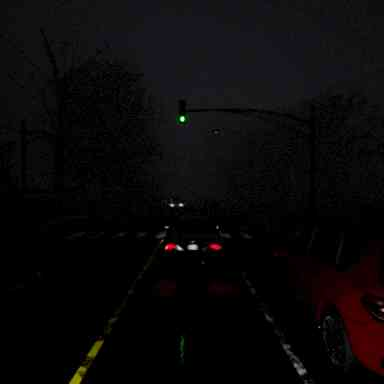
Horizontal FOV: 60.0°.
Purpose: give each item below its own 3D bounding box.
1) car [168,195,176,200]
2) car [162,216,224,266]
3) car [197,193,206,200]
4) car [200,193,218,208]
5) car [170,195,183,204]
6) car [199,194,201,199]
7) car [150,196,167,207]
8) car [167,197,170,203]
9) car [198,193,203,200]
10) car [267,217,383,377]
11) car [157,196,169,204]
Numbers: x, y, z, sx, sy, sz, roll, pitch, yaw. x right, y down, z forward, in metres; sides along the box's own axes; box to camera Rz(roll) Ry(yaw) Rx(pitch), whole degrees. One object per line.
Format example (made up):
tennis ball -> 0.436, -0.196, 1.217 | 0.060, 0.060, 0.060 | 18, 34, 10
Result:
car -> -5.333, 1.419, 90.266 | 2.008, 1.369, 4.403 | -1, 0, 0
car -> -0.003, 1.530, 11.419 | 2.033, 1.411, 5.357 | 0, 0, -1
car -> 2.544, 1.183, 90.263 | 2.192, 1.841, 5.009 | -1, 0, 0
car -> 2.604, 1.366, 47.432 | 1.967, 1.590, 4.097 | -1, 0, 0
car -> -2.802, 1.258, 60.855 | 2.097, 1.767, 4.553 | 0, 0, 1
car -> 2.550, 1.458, 56.132 | 1.887, 1.381, 4.507 | -1, 0, 0
car -> -5.332, 1.487, 50.448 | 1.947, 1.339, 4.313 | -1, 0, 0
car -> -5.330, 1.479, 56.135 | 1.947, 1.339, 4.313 | -1, 0, 0
car -> 2.549, 1.455, 73.198 | 1.947, 1.339, 4.313 | -1, 0, 0
car -> 2.681, 1.306, 5.497 | 2.192, 1.841, 5.009 | -1, 0, 0
car -> -5.331, 1.470, 61.823 | 1.947, 1.339, 4.313 | -1, 0, 0
